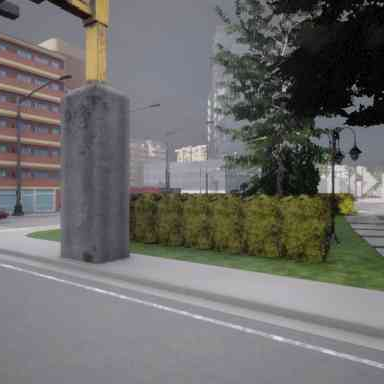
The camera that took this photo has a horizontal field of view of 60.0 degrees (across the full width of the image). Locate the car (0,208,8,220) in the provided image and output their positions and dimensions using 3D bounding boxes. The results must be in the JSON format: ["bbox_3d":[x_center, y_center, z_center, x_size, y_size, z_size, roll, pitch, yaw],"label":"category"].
[{"bbox_3d":[-15.253,1.526,22.855,1.812,1.442,4.674,0,0,38],"label":"car"}]
